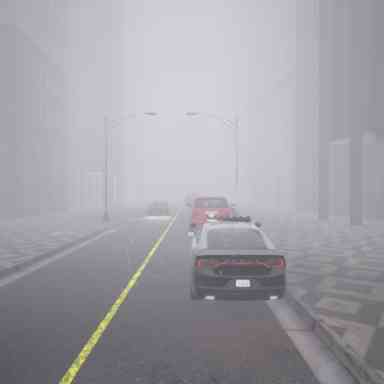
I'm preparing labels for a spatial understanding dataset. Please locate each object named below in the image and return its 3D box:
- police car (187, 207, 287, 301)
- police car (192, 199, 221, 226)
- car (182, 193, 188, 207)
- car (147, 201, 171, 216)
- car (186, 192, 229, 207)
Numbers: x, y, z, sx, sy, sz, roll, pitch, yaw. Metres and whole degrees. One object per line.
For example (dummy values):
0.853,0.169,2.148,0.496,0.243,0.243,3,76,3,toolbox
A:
0.914,1.421,8.516,1.930,1.638,5.238,0,0,0,police car
0.944,1.395,24.515,1.930,1.638,5.238,0,0,0,police car
0.122,1.130,48.286,2.150,2.045,5.566,0,0,1,car
-3.041,1.516,31.499,1.994,1.385,4.181,0,0,0,car
0.932,1.208,18.434,2.150,2.045,5.566,0,0,0,car
